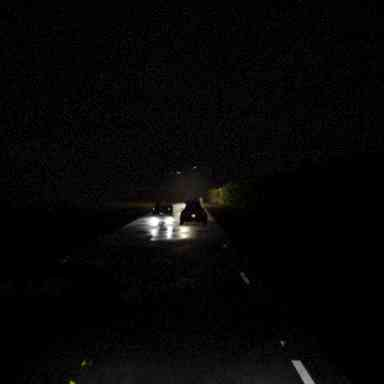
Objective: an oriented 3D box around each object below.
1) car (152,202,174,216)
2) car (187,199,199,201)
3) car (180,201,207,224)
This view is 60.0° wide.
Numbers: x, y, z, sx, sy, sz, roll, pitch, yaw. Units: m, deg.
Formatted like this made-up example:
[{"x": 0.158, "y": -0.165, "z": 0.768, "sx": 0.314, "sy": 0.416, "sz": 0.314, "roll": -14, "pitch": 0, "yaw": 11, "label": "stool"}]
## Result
[{"x": -2.830, "y": 1.660, "z": 33.047, "sx": 1.895, "sy": 1.301, "sz": 4.718, "roll": 0, "pitch": 0, "yaw": 0, "label": "car"}, {"x": 0.111, "y": 1.584, "z": 42.604, "sx": 1.882, "sy": 1.535, "sz": 5.008, "roll": 0, "pitch": 0, "yaw": 0, "label": "car"}, {"x": 0.107, "y": 1.594, "z": 24.706, "sx": 1.994, "sy": 1.385, "sz": 4.181, "roll": 0, "pitch": 0, "yaw": 0, "label": "car"}]
